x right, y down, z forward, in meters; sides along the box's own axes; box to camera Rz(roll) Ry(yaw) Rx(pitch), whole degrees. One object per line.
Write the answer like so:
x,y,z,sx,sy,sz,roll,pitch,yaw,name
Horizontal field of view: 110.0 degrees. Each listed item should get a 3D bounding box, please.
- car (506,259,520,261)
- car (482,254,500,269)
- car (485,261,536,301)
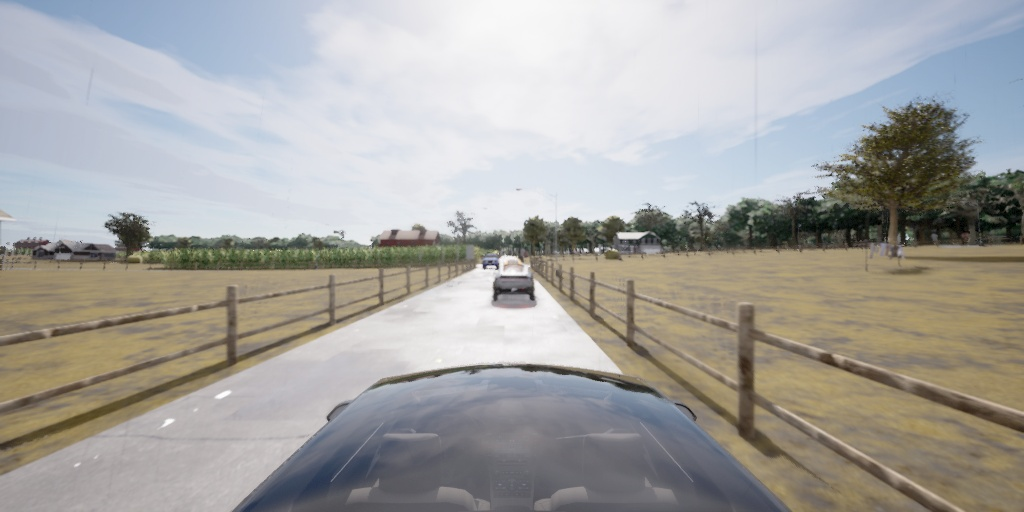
0.103,1.033,35.609,1.882,1.535,5.008,0,0,0,car
-2.773,0.685,48.005,2.150,2.045,5.566,0,0,0,car
0.094,1.170,16.953,2.128,1.511,4.902,0,0,0,car
